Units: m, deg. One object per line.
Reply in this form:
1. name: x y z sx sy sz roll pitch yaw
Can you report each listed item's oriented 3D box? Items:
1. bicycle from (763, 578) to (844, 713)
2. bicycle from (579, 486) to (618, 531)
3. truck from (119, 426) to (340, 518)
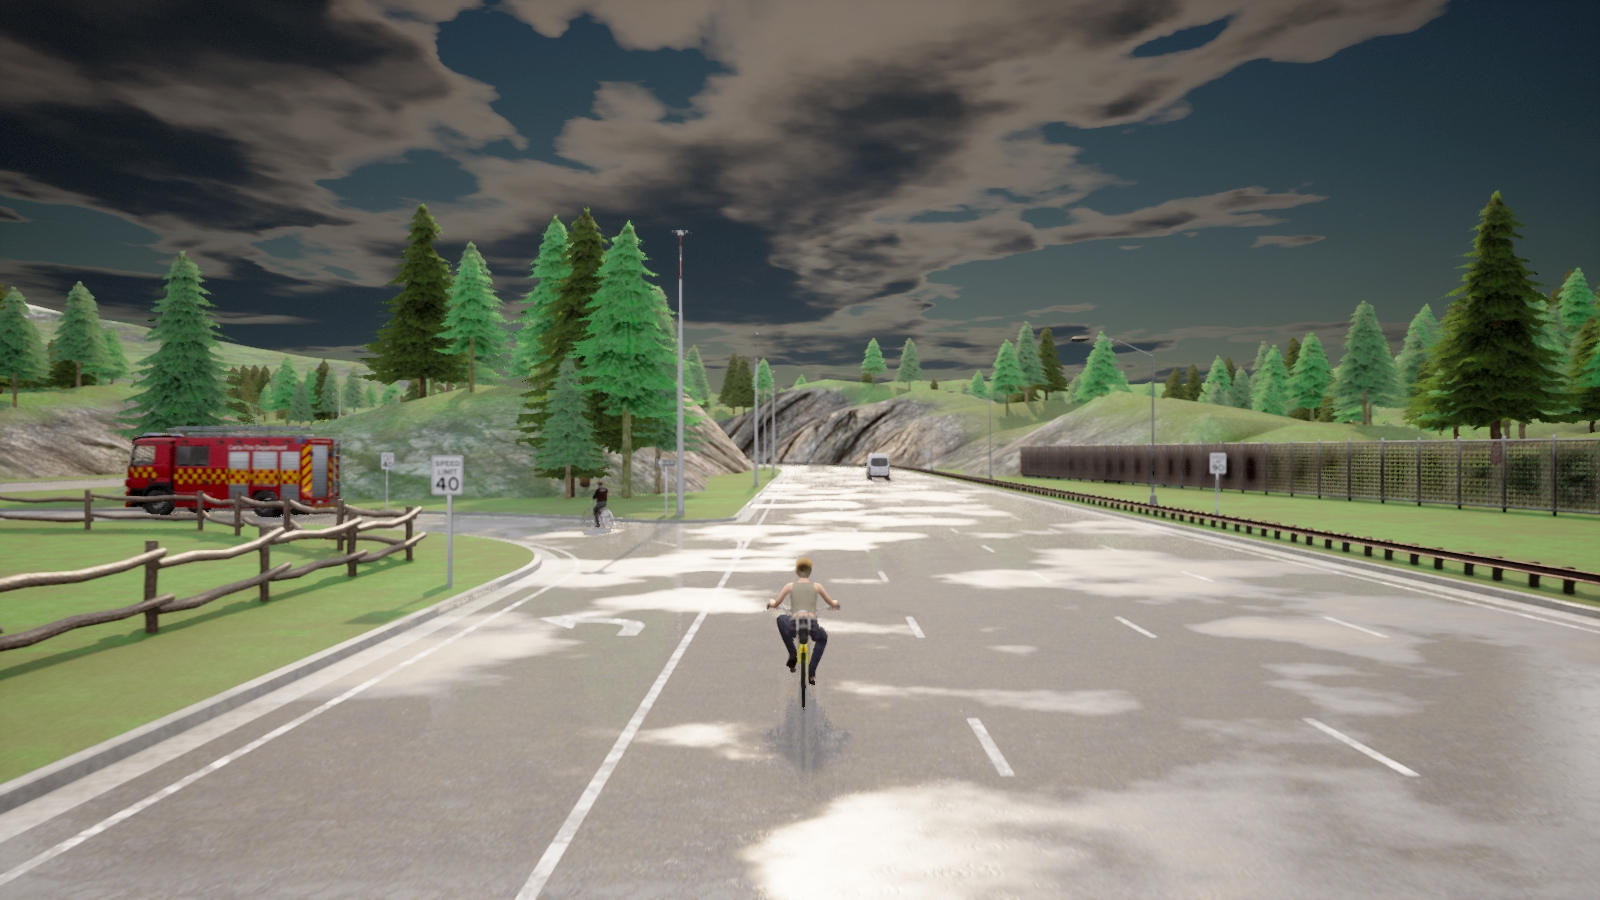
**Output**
1. bicycle: 0.042 2.166 12.910 0.859 1.276 1.487 0 0 0
2. bicycle: -7.186 2.083 40.725 0.329 1.471 1.835 -6 5 -43
3. truck: -24.645 0.920 49.488 8.468 3.827 2.891 0 0 10
